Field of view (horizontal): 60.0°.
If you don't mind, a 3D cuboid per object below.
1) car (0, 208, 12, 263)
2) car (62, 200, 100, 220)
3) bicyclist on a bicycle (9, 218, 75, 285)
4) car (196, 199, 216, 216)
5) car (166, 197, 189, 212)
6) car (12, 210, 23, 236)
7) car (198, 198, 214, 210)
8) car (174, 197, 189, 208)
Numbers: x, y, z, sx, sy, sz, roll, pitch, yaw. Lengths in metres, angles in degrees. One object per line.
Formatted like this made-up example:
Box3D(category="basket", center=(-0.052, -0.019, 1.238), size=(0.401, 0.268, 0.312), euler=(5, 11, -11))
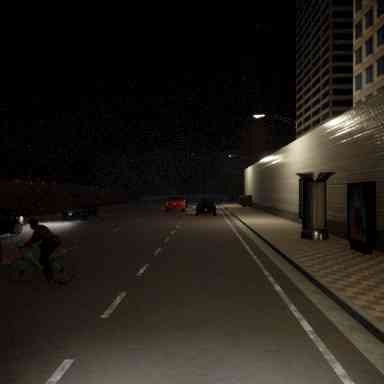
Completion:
Box3D(category="car", center=(-6.831, 1.352, 8.158), size=(2.097, 1.767, 4.553), euler=(0, 0, 2))
Box3D(category="car", center=(-9.462, 1.492, 28.611), size=(2.128, 1.511, 4.902), euler=(0, 0, 3))
Box3D(category="bicyclist on a bicycle", center=(-3.651, 1.455, 8.041), size=(1.656, 1.620, 0.582), euler=(-2, 0, 2))
Box3D(category="car", center=(1.404, 1.478, 33.152), size=(1.882, 1.535, 5.008), euler=(0, 0, 3))
Box3D(category="car", center=(-1.858, 1.352, 39.425), size=(2.097, 1.767, 4.553), euler=(0, 0, 3))
Box3D(category="car", center=(-10.000, 1.506, 15.834), size=(1.837, 1.490, 4.892), euler=(0, 0, 3))
Box3D(category="car", center=(1.842, 1.564, 43.759), size=(1.994, 1.385, 4.181), euler=(0, 0, 3))
Box3D(category="car", center=(-1.514, 1.505, 48.374), size=(1.837, 1.490, 4.892), euler=(0, 0, 3))
